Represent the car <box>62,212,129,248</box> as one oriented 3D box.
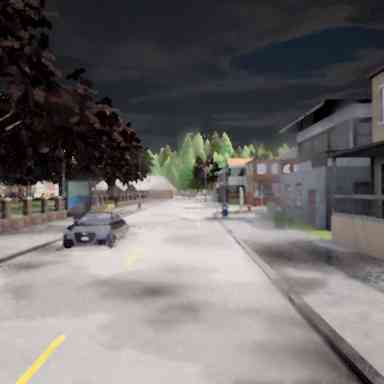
[{"bbox_3d":[-4.036,1.569,14.541,1.994,1.385,4.181,0,0,0],"label":"car"}]
